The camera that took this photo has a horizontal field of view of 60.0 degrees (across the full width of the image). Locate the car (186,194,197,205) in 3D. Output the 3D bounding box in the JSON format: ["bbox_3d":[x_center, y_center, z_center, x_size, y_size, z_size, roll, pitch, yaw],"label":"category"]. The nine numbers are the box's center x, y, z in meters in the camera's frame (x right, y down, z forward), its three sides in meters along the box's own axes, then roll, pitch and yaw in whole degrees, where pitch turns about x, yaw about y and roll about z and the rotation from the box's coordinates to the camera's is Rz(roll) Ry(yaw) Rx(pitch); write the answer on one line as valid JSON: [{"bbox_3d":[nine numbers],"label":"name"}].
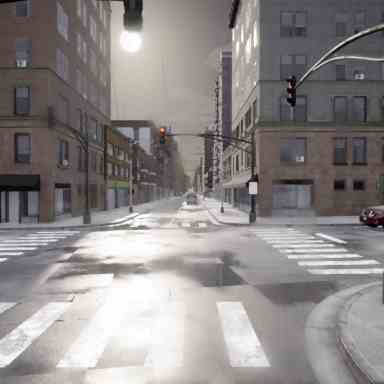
[{"bbox_3d":[-0.016,1.594,60.021,2.033,1.411,5.357,0,0,0],"label":"car"}]

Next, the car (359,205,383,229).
[{"bbox_3d":[12.053,1.123,18.376,5.009,1.841,2.192,-1,1,0],"label":"car"}]
